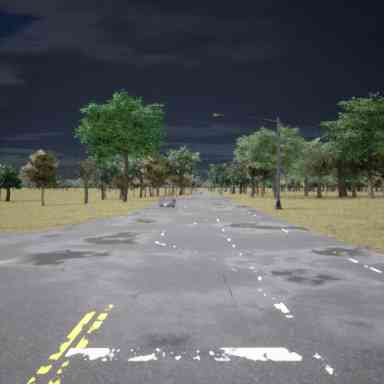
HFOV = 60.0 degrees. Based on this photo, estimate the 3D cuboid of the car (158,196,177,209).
[{"bbox_3d":[-2.850,1.230,39.492,2.128,1.511,4.902,0,1,2],"label":"car"}]
